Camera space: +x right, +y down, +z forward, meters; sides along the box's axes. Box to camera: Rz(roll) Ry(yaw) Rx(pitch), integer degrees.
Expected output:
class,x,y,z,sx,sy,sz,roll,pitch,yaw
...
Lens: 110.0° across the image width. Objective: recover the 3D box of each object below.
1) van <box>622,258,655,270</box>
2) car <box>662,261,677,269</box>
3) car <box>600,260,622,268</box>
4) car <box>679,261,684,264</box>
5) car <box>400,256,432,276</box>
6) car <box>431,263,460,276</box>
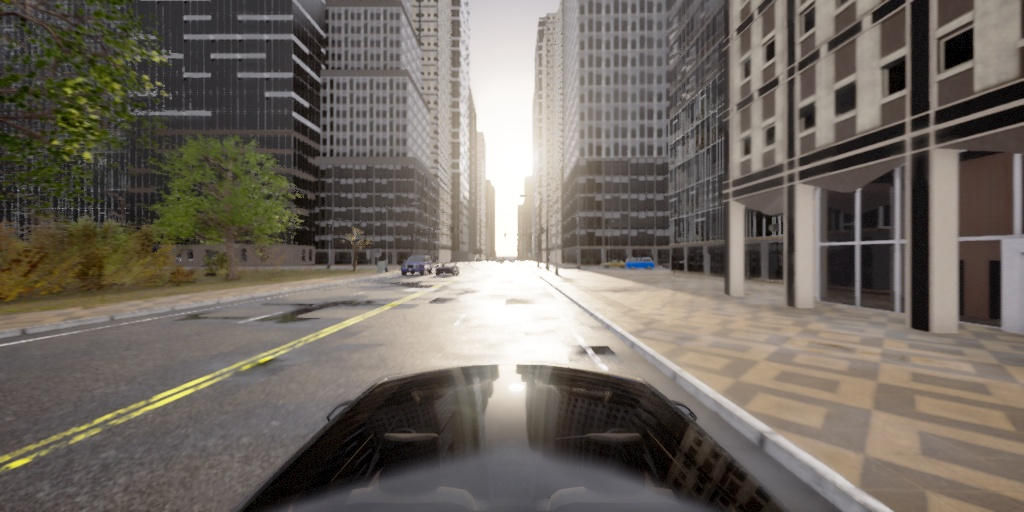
class,x,y,z,sx,sy,sz,roll,pitch,yaw
van,18.360,1.148,51.527,3.998,1.789,1.690,0,0,2
car,26.924,1.397,59.214,4.207,1.307,1.802,0,0,2
car,17.089,1.334,59.699,4.829,1.417,1.751,0,0,2
car,26.638,1.252,51.338,4.097,1.591,1.967,0,0,2
car,-9.813,0.979,37.349,2.150,2.045,5.566,0,0,0
car,-6.566,1.356,36.865,1.895,1.301,4.718,0,0,0
